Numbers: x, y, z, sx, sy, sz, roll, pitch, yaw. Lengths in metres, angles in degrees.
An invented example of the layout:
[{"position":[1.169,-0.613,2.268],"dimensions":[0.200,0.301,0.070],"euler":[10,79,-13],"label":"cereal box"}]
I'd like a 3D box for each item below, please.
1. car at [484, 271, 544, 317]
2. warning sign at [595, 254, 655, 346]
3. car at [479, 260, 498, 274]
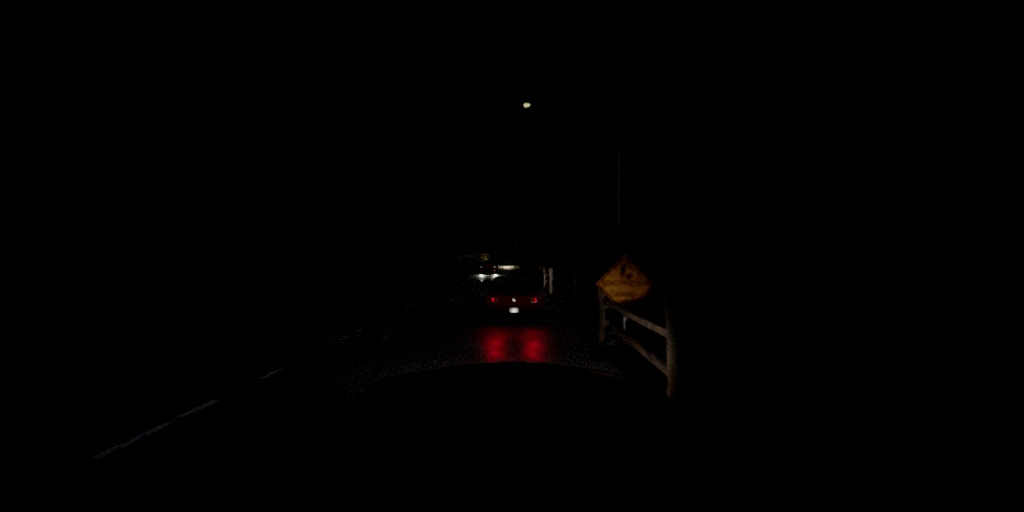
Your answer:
[{"position":[0.078,1.398,13.292],"dimensions":[1.895,1.301,4.718],"euler":[0,0,0],"label":"car"},{"position":[2.448,0.889,7.843],"dimensions":[1.300,1.860,1.060],"euler":[0,0,0],"label":"warning sign"},{"position":[-2.853,1.334,44.730],"dimensions":[2.097,1.767,4.553],"euler":[0,0,0],"label":"car"}]
